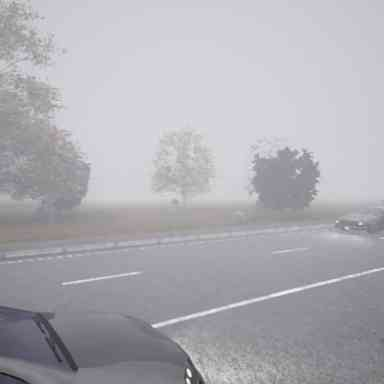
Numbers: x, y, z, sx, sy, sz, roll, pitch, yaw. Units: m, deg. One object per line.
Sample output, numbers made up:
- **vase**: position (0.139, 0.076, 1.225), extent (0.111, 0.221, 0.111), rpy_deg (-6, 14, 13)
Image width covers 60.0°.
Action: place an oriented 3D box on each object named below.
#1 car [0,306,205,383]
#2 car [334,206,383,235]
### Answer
- **car**: position (-1.896, 1.560, 2.340), extent (4.181, 1.385, 1.994), rpy_deg (0, 0, -35)
- **car**: position (10.504, 1.527, 18.913), extent (5.357, 1.411, 2.033), rpy_deg (0, 0, -30)
